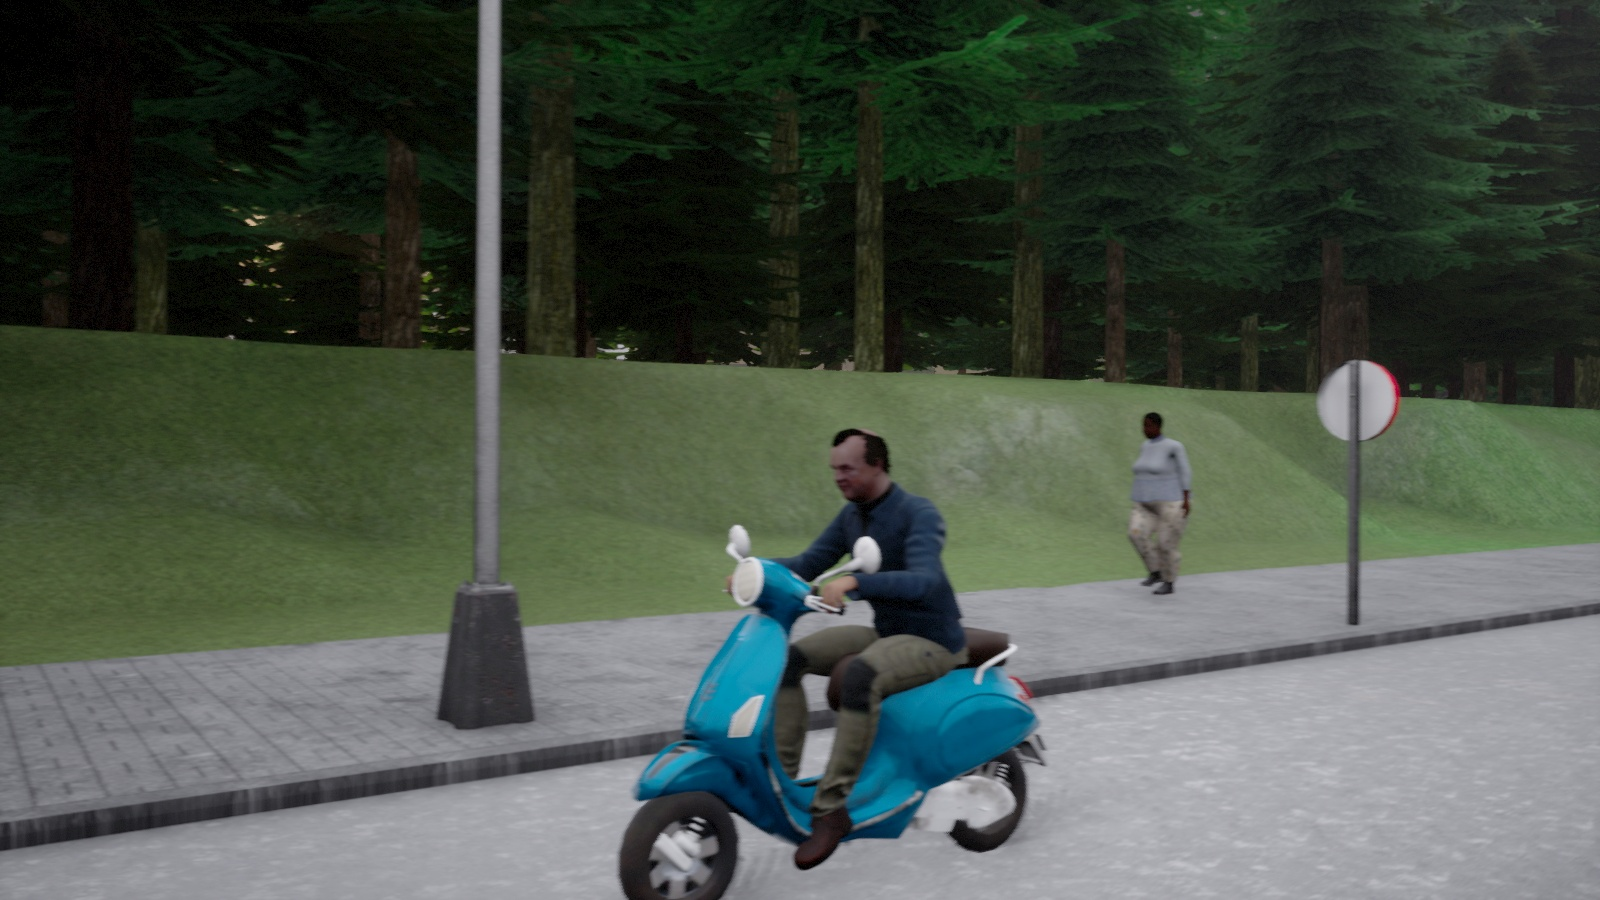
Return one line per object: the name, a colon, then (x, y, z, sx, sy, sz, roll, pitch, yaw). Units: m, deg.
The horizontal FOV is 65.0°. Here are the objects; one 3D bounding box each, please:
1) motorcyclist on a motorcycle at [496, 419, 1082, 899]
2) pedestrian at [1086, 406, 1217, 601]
motorcyclist on a motorcycle: (0.002, 0.717, 4.268, 1.817, 1.590, 0.866, 0, 0, -35)
pedestrian: (3.500, 0.514, 12.533, 0.900, 1.855, 0.874, 0, 0, -27)
